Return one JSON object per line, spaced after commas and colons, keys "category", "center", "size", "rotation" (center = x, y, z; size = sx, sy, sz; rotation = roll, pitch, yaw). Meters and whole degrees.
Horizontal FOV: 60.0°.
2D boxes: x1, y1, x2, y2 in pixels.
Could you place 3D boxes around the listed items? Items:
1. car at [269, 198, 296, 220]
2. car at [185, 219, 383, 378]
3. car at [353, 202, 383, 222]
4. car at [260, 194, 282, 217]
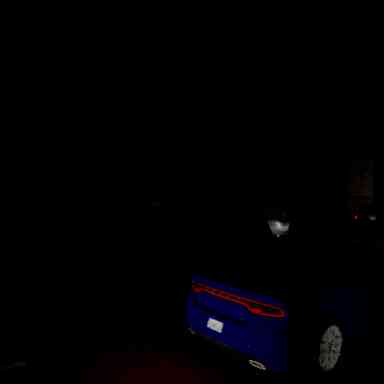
{"category": "car", "center": [8.538, 1.492, 26.911], "size": [2.128, 1.511, 4.902], "rotation": [0, 0, 39]}
{"category": "car", "center": [2.188, 1.477, 5.656], "size": [5.008, 1.535, 1.882], "rotation": [0, 0, -40]}
{"category": "car", "center": [10.475, 1.351, 18.231], "size": [2.097, 1.767, 4.553], "rotation": [0, 0, 42]}
{"category": "car", "center": [6.400, 1.223, 29.780], "size": [2.150, 2.045, 5.566], "rotation": [0, 0, 39]}
